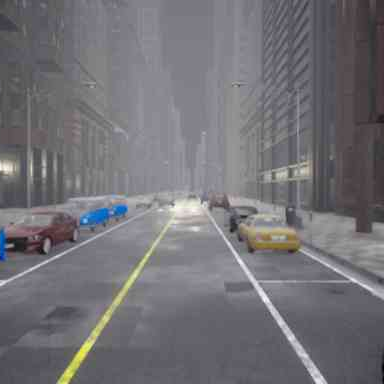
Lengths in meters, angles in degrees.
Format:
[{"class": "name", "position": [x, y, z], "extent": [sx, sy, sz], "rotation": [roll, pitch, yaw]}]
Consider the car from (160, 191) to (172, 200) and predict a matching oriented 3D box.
[{"class": "car", "position": [-5.745, 0.713, 74.582], "extent": [2.192, 1.841, 5.009], "rotation": [0, 0, 0]}]

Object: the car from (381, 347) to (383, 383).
[{"class": "car", "position": [2.764, 1.552, 1.552], "extent": [1.947, 1.339, 4.313], "rotation": [0, 0, 0]}]

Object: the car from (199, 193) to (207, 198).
[{"class": "car", "position": [2.783, 0.894, 85.831], "extent": [1.802, 1.307, 4.206], "rotation": [0, 0, 0]}]

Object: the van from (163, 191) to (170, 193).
[{"class": "van", "position": [-5.748, 0.825, 63.345], "extent": [1.690, 1.788, 3.998], "rotation": [0, 0, 0]}]

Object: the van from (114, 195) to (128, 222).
[{"class": "van", "position": [-5.756, 1.137, 24.018], "extent": [1.690, 1.788, 3.998], "rotation": [0, 0, 0]}]

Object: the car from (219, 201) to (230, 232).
[{"class": "car", "position": [2.768, 1.409, 18.408], "extent": [1.947, 1.339, 4.313], "rotation": [0, 0, 0]}]

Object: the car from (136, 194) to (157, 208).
[{"class": "car", "position": [-5.753, 1.186, 40.704], "extent": [1.752, 1.417, 4.829], "rotation": [0, 0, 0]}]

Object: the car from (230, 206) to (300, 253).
[{"class": "car", "position": [2.766, 1.414, 12.959], "extent": [1.752, 1.417, 4.829], "rotation": [0, 0, 0]}]

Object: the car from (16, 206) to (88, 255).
[{"class": "car", "position": [-5.759, 1.435, 12.783], "extent": [1.887, 1.381, 4.507], "rotation": [0, 0, 0]}]

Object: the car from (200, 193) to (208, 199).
[{"class": "car", "position": [2.781, 0.937, 80.213], "extent": [1.802, 1.307, 4.206], "rotation": [0, 0, 0]}]

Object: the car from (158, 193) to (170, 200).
[{"class": "car", "position": [-5.746, 0.992, 68.965], "extent": [2.008, 1.369, 4.403], "rotation": [0, 0, 0]}]

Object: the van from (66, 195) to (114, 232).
[{"class": "van", "position": [-5.757, 1.184, 18.399], "extent": [1.690, 1.788, 3.998], "rotation": [0, 0, 0]}]

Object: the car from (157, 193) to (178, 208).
[{"class": "car", "position": [-3.082, 1.183, 41.120], "extent": [1.812, 1.442, 4.674], "rotation": [0, 0, 0]}]

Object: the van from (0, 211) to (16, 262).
[{"class": "van", "position": [-5.760, 1.279, 7.163], "extent": [1.690, 1.788, 3.998], "rotation": [0, 0, 0]}]

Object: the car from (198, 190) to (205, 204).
[{"class": "car", "position": [2.406, 0.812, 50.514], "extent": [2.150, 2.045, 5.566], "rotation": [0, 0, 0]}]

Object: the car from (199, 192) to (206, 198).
[{"class": "car", "position": [2.784, 0.794, 91.619], "extent": [1.752, 1.417, 4.829], "rotation": [0, 0, 0]}]

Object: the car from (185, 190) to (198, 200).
[{"class": "car", "position": [0.016, 0.891, 68.612], "extent": [1.837, 1.490, 4.892], "rotation": [0, 0, 0]}]

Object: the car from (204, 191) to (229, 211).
[{"class": "car", "position": [2.771, 1.020, 35.262], "extent": [2.192, 1.841, 5.009], "rotation": [0, 0, 0]}]
